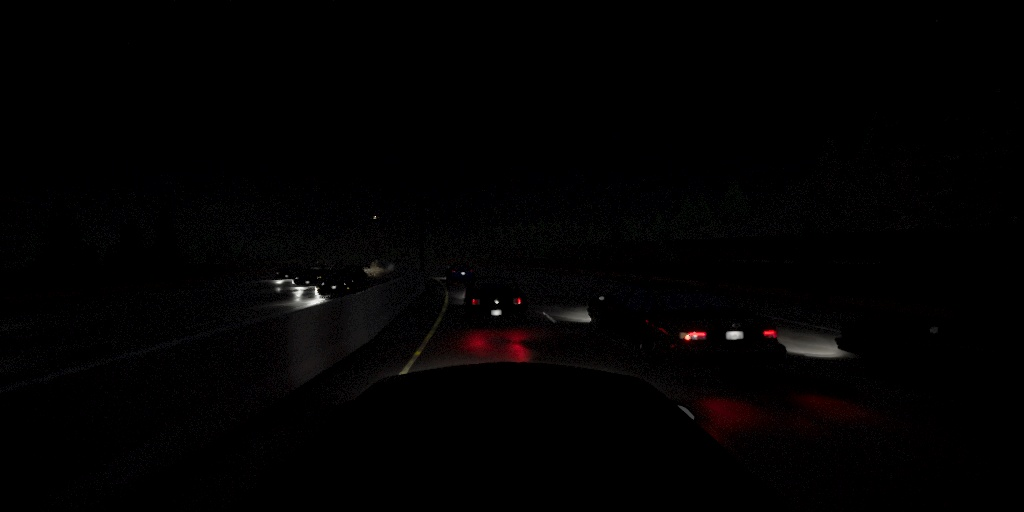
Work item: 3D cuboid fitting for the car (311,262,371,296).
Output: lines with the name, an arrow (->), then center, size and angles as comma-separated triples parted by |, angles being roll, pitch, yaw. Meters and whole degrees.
car -> -9.250, 1.296, 19.965 | 1.837, 1.490, 4.892 | 0, 0, -12

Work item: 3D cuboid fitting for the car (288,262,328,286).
car -> -14.506, 1.375, 26.613 | 2.033, 1.411, 5.357 | 0, 0, -17

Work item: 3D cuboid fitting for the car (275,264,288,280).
car -> -20.976, 1.428, 34.186 | 2.033, 1.411, 5.357 | 0, 0, -23

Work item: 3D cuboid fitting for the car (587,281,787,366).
car -> 3.266, 1.277, 8.068 | 2.033, 1.411, 5.357 | 0, 0, -4

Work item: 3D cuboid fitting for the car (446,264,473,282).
car -> -4.319, 1.315, 29.563 | 1.994, 1.385, 4.181 | 0, 0, -16

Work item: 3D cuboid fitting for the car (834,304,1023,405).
car -> 6.955, 1.265, 4.120 | 2.033, 1.411, 5.357 | 0, 0, -2

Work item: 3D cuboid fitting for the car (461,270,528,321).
car -> -0.706, 1.346, 12.564 | 1.895, 1.301, 4.718 | 0, 0, -7
